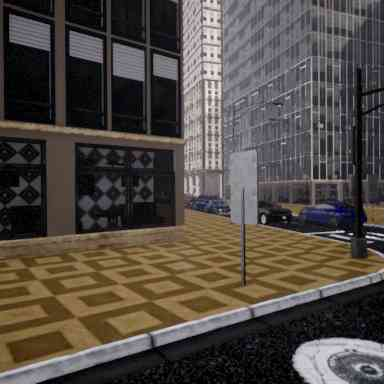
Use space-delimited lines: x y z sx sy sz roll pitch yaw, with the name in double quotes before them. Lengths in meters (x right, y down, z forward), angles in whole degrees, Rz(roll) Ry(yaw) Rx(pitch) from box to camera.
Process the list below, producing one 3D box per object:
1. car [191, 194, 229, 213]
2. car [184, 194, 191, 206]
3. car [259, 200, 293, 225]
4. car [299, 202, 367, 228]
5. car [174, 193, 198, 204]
"car" 1.839 1.020 31.929 2.097 1.767 4.553 -1 1 -19
"car" -1.680 1.077 42.446 1.994 1.385 4.181 -1 1 -18
"car" 4.888 1.277 22.856 1.882 1.535 5.008 -1 1 -19
"car" 8.727 1.340 20.951 1.812 1.442 4.674 0 1 -19
"car" -0.907 0.948 49.354 2.033 1.411 5.357 -1 1 -19
